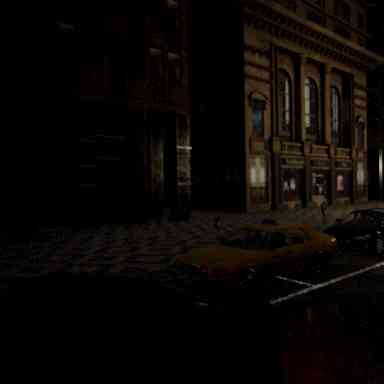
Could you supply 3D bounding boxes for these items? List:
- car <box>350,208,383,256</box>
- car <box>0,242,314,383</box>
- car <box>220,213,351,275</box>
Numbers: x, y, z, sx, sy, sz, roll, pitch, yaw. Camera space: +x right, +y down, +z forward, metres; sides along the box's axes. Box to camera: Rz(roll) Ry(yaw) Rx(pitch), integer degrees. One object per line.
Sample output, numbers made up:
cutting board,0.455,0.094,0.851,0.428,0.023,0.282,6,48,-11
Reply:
car,6.326,1.269,11.691,4.403,1.369,2.008,-2,1,-38
car,-1.437,1.474,2.347,5.008,1.535,1.882,-2,1,-38
car,1.738,1.380,8.154,4.829,1.417,1.752,-2,1,-38
